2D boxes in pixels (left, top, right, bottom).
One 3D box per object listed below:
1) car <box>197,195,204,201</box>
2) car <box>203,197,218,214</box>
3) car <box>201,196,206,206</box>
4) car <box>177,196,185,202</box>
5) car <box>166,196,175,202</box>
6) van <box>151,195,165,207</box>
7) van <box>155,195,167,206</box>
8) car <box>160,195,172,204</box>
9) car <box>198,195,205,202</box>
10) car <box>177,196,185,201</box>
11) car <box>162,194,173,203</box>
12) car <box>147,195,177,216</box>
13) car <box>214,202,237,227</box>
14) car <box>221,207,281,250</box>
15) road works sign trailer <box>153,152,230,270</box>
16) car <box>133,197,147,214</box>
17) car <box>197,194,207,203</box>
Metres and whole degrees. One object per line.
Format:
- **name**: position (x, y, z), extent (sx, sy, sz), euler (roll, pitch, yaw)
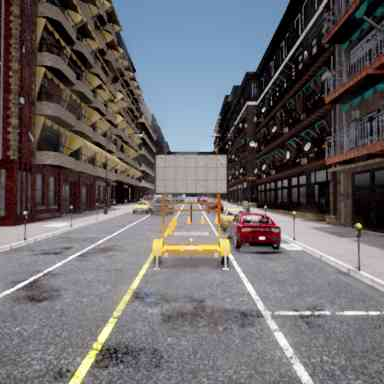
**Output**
- **car**: position (2.367, 1.723, 91.799), extent (1.967, 1.590, 4.097), euler (1, 0, 0)
- **car**: position (2.512, 1.608, 36.488), extent (1.887, 1.381, 4.507), euler (1, 0, 0)
- **car**: position (2.500, 1.628, 42.020), extent (2.008, 1.369, 4.403), euler (1, 0, 0)
- **car**: position (-2.900, 1.725, 74.580), extent (2.033, 1.411, 5.357), euler (0, 0, 0)
- **car**: position (-5.471, 1.819, 86.310), extent (1.947, 1.339, 4.313), euler (1, 0, 0)
- **van**: position (-5.397, 1.452, 53.126), extent (1.690, 1.788, 3.998), euler (2, 0, 0)
- **van**: position (-5.409, 1.473, 58.658), extent (1.690, 1.788, 3.998), euler (1, 0, 0)
- **car**: position (-5.431, 1.492, 69.719), extent (2.192, 1.841, 5.009), euler (1, 0, 0)
- **car**: position (2.467, 1.676, 58.612), extent (1.887, 1.381, 4.507), euler (1, 0, 0)
- **car**: position (-2.933, 1.777, 91.047), extent (2.128, 1.511, 4.902), euler (0, 0, 0)
- **car**: position (-5.442, 1.516, 75.248), extent (2.192, 1.841, 5.009), euler (1, 0, 0)
- **car**: position (-2.915, 1.406, 33.189), extent (2.097, 1.767, 4.553), euler (0, 0, 0)
- **car**: position (2.546, 1.551, 20.068), extent (1.752, 1.417, 4.829), euler (1, 0, 0)
- **car**: position (2.557, 1.561, 14.366), extent (1.887, 1.381, 4.507), euler (1, 0, 0)
- **road works sign trailer**: position (-0.022, 0.475, 11.027), extent (2.380, 3.560, 2.880), euler (0, 0, 0)
- **car**: position (-5.367, 1.588, 36.365), extent (1.752, 1.417, 4.829), euler (2, 0, 0)
- **car**: position (2.393, 1.541, 80.736), extent (2.192, 1.841, 5.009), euler (1, 0, 0)
